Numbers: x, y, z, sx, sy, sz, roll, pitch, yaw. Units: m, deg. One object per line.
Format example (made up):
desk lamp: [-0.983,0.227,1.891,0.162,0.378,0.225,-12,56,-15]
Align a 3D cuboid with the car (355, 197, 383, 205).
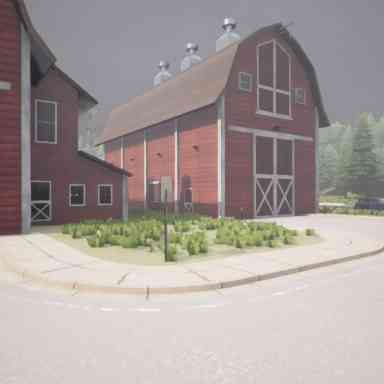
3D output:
car: [20.145,1.387,36.102,2.097,1.767,4.553,0,0,-34]
